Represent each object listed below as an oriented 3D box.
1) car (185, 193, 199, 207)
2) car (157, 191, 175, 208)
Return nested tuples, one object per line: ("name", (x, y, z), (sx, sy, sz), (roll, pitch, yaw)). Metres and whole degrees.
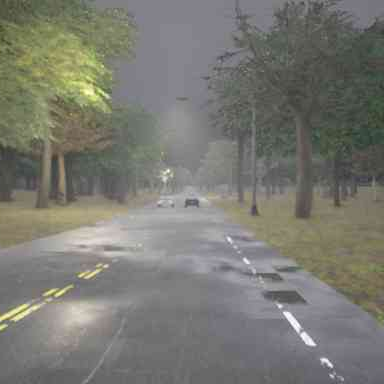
("car", (0.010, 1.309, 47.583), (1.882, 1.535, 5.008), (0, 0, 0))
("car", (-3.495, 0.926, 45.696), (2.150, 2.045, 5.566), (0, 0, 0))
